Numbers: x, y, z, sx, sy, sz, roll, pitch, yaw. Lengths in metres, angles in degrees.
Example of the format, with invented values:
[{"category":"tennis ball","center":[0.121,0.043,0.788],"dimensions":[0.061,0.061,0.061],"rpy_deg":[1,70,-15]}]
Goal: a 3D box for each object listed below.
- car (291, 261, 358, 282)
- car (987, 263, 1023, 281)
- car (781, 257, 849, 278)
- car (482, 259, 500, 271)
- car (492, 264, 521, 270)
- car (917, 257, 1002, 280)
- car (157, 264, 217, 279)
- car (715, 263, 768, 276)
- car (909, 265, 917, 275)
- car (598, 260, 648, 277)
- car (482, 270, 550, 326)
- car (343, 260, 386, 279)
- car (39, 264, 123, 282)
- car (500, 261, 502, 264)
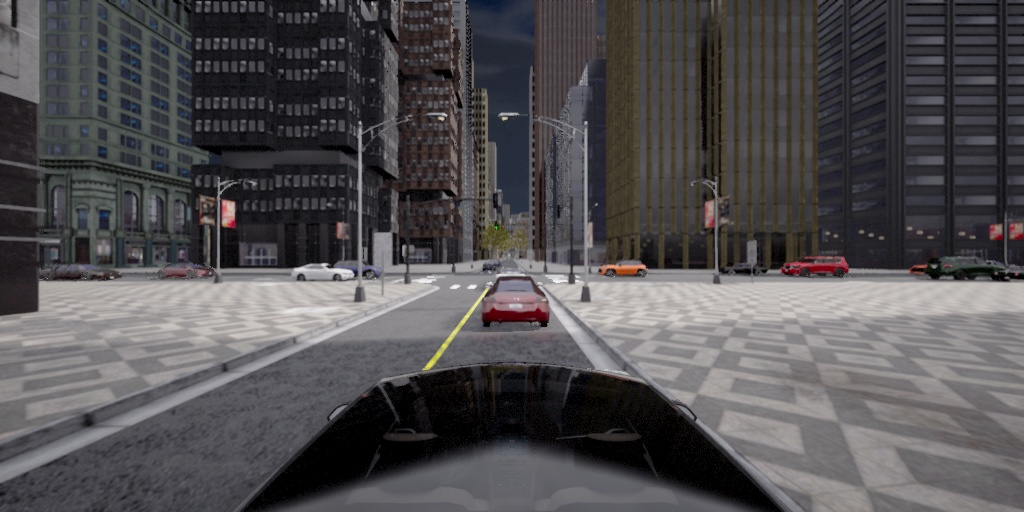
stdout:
[{"category":"car","center":[-15.295,1.338,29.057],"dimensions":[4.674,1.442,1.812],"rpy_deg":[0,0,0]},{"category":"car","center":[42.225,1.476,28.941],"dimensions":[4.718,1.301,1.895],"rpy_deg":[0,0,1]},{"category":"car","center":[30.060,1.083,35.626],"dimensions":[5.566,2.045,2.150],"rpy_deg":[0,0,0]},{"category":"car","center":[-3.137,1.413,50.787],"dimensions":[2.033,1.411,5.357],"rpy_deg":[0,0,0]},{"category":"car","center":[-0.187,1.402,23.389],"dimensions":[1.895,1.301,4.718],"rpy_deg":[0,0,-3]},{"category":"car","center":[40.625,1.096,32.208],"dimensions":[5.566,2.045,2.150],"rpy_deg":[0,0,0]},{"category":"car","center":[-29.215,1.373,32.350],"dimensions":[4.181,1.385,1.994],"rpy_deg":[0,0,0]},{"category":"car","center":[24.834,1.457,38.893],"dimensions":[4.718,1.301,1.895],"rpy_deg":[0,0,0]},{"category":"car","center":[45.999,1.236,38.743],"dimensions":[4.553,1.767,2.097],"rpy_deg":[0,0,0]},{"category":"car","center":[10.952,1.191,35.682],"dimensions":[4.553,1.767,2.097],"rpy_deg":[0,0,0]},{"category":"car","center":[0.095,1.338,11.789],"dimensions":[1.994,1.385,4.181],"rpy_deg":[0,0,0]},{"category":"car","center":[-13.820,1.167,32.303],"dimensions":[4.553,1.767,2.097],"rpy_deg":[0,0,0]},{"category":"car","center":[-35.127,1.355,29.121],"dimensions":[5.357,1.411,2.033],"rpy_deg":[0,0,0]},{"category":"car","center":[-3.127,1.244,62.063],"dimensions":[2.097,1.767,4.553],"rpy_deg":[0,0,0]}]
